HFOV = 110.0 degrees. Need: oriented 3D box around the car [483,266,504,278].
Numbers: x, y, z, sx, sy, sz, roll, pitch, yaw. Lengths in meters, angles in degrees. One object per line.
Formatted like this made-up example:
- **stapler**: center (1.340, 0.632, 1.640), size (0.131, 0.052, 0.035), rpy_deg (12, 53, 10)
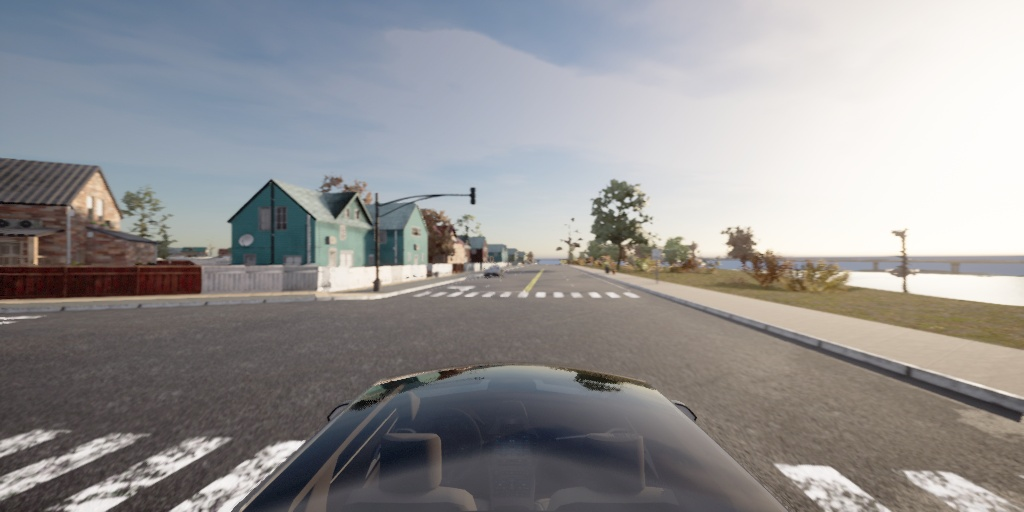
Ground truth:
- **car**: center (-2.016, 1.814, 41.662), size (2.033, 1.411, 5.357), rpy_deg (-1, -1, 6)
